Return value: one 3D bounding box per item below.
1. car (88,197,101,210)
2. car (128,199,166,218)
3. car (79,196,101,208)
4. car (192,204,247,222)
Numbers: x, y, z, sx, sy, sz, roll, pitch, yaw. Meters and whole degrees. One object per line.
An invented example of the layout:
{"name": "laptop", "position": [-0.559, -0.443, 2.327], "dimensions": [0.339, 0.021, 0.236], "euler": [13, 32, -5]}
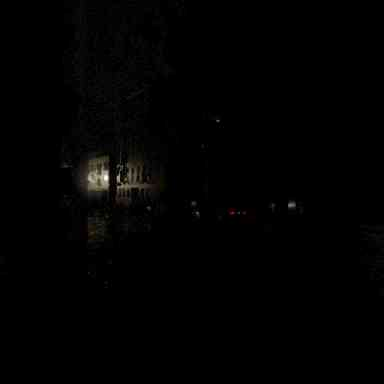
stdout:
{"name": "car", "position": [-14.687, 1.749, 46.437], "dimensions": [2.033, 1.411, 5.357], "euler": [1, -1, -36]}
{"name": "car", "position": [-4.358, 1.494, 32.082], "dimensions": [2.097, 1.767, 4.553], "euler": [1, -1, -36]}
{"name": "car", "position": [-16.500, 1.600, 53.779], "dimensions": [2.097, 1.767, 4.553], "euler": [1, -1, -36]}
{"name": "car", "position": [2.214, 1.702, 28.053], "dimensions": [2.033, 1.411, 5.357], "euler": [1, -1, -36]}
